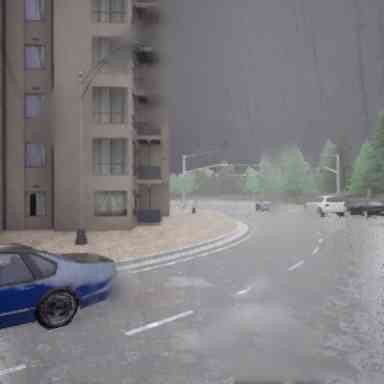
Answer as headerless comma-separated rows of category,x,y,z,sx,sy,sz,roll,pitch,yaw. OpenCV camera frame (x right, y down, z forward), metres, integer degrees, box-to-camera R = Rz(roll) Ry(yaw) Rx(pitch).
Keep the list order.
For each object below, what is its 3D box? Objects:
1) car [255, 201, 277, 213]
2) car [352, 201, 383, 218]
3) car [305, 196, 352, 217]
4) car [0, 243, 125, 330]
car,9.205,1.824,41.527,1.812,1.442,4.674,0,0,-3
car,16.588,1.601,31.455,1.882,1.535,5.008,0,0,-1
car,13.118,1.381,32.965,2.150,2.045,5.566,0,0,-2
car,-3.846,1.620,5.494,5.357,1.411,2.033,0,0,-38
